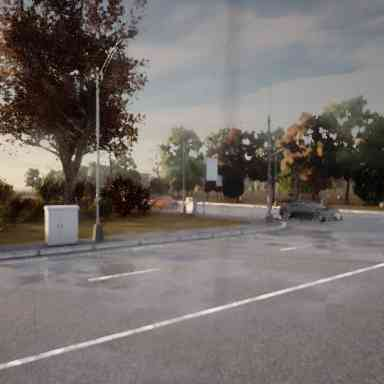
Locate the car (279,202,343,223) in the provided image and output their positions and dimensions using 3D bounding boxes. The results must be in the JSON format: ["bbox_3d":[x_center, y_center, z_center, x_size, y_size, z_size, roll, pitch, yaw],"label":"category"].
[{"bbox_3d":[8.776,1.484,24.910,2.128,1.511,4.902,0,0,-32],"label":"car"}]

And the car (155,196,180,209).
[{"bbox_3d":[-3.476,1.271,44.300,2.097,1.767,4.553,0,0,-33],"label":"car"}]
